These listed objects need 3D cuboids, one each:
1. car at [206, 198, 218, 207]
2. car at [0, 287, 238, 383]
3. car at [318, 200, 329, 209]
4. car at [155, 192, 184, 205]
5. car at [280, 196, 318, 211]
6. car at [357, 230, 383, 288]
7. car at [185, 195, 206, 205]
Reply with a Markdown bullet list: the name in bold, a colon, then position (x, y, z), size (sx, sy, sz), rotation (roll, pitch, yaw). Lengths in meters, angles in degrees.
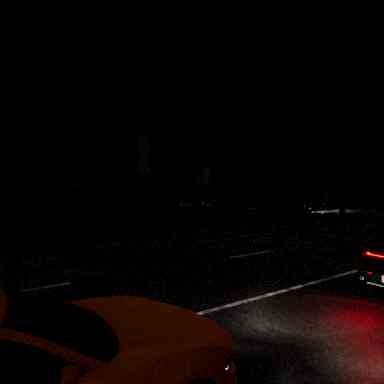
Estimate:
- **car**: position (4.536, 1.269, 44.417), size (1.882, 1.535, 5.008), rotation (-1, 0, -39)
- **car**: position (-1.857, 1.478, 2.404), size (5.008, 1.535, 1.882), rotation (0, 0, -36)
- **car**: position (13.499, 1.261, 38.868), size (1.837, 1.490, 4.892), rotation (-1, 0, -39)
- **car**: position (-4.233, 1.010, 55.322), size (2.150, 2.045, 5.566), rotation (-1, 2, -39)
- **car**: position (10.685, 1.334, 36.782), size (2.033, 1.411, 5.357), rotation (-1, 0, -39)
- **car**: position (5.848, 1.468, 7.937), size (4.892, 1.490, 1.837), rotation (0, 0, -36)
- **car**: position (1.409, 1.366, 53.890), size (1.895, 1.301, 4.718), rotation (-1, 0, -39)
